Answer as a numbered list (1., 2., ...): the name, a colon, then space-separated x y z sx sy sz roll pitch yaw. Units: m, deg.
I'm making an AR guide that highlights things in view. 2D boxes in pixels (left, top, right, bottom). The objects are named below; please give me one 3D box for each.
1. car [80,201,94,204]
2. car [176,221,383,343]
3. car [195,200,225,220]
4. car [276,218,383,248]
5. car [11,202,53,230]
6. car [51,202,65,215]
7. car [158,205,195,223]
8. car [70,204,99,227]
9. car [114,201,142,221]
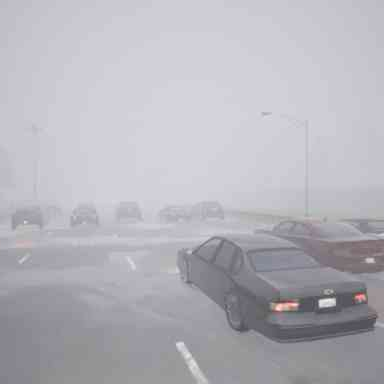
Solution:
1. car: -12.070 1.763 38.221 1.882 1.535 5.008 0 0 -17
2. car: 1.140 1.601 7.010 2.033 1.411 5.357 0 0 -17
3. car: 1.293 1.578 30.436 2.097 1.767 4.553 0 -1 -17
4. car: 3.696 1.557 10.622 1.882 1.535 5.008 0 0 -17
5. car: -11.018 1.673 22.892 1.837 1.490 4.892 0 -1 -17
6. car: -15.380 1.802 37.062 1.812 1.442 4.674 0 0 -17
7. car: -1.527 1.807 27.689 1.895 1.301 4.718 0 0 -17
8. car: -7.813 1.782 24.302 1.895 1.301 4.718 0 0 -17
9. car: -5.818 1.574 29.759 2.097 1.767 4.553 0 0 -17
